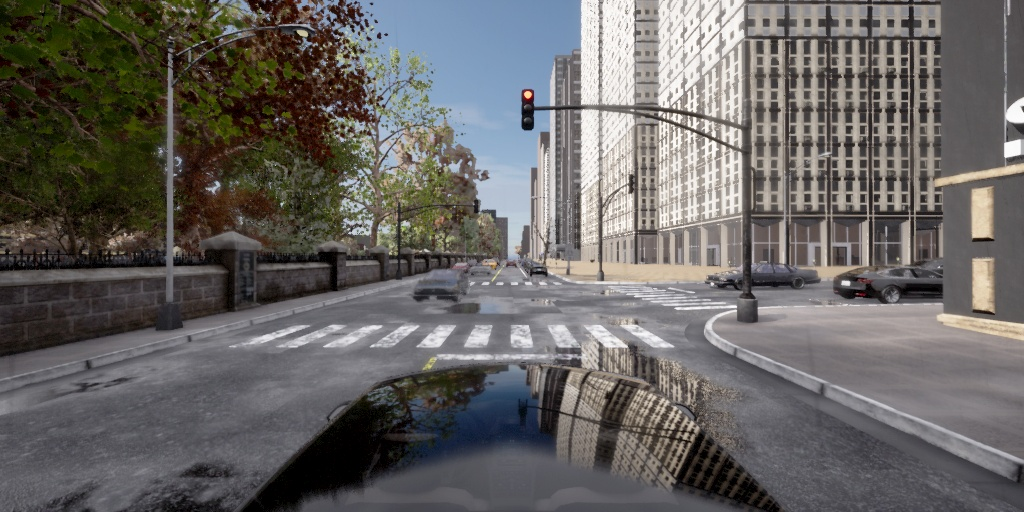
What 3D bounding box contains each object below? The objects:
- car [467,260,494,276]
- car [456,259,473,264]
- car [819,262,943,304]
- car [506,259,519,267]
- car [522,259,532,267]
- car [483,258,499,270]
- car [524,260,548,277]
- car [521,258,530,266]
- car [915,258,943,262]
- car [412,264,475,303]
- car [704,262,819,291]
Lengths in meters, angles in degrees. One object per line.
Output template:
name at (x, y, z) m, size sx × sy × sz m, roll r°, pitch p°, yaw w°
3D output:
car at (-3.220, 1.367, 37.860) m, size 1.895 × 1.301 × 4.718 m, roll 0°, pitch 0°, yaw 0°
car at (-5.824, 1.351, 41.654) m, size 1.802 × 1.307 × 4.207 m, roll 0°, pitch 0°, yaw 0°
car at (14.647, 1.026, 13.507) m, size 4.313 × 1.339 × 1.948 m, roll 0°, pitch 0°, yaw 0°
car at (-0.110, 1.321, 65.313) m, size 1.812 × 1.442 × 4.674 m, roll 0°, pitch 0°, yaw 0°
car at (2.556, 1.335, 41.682) m, size 1.948 × 1.339 × 4.313 m, roll 0°, pitch 0°, yaw 0°
car at (-3.261, 1.257, 52.499) m, size 1.882 × 1.535 × 5.008 m, roll 0°, pitch 1°, yaw 0°
car at (2.575, 1.331, 36.049) m, size 1.948 × 1.339 × 4.313 m, roll 0°, pitch 0°, yaw 0°
car at (2.538, 1.340, 47.314) m, size 1.948 × 1.339 × 4.313 m, roll 0°, pitch 0°, yaw 0°
car at (23.118, 0.846, 19.373) m, size 4.892 × 1.490 × 1.837 m, roll -1°, pitch 0°, yaw 0°
car at (-3.149, 1.301, 16.956) m, size 2.033 × 1.411 × 5.357 m, roll 0°, pitch 0°, yaw 0°
car at (13.389, 1.054, 19.277) m, size 5.357 × 1.411 × 2.033 m, roll -1°, pitch 0°, yaw -1°
